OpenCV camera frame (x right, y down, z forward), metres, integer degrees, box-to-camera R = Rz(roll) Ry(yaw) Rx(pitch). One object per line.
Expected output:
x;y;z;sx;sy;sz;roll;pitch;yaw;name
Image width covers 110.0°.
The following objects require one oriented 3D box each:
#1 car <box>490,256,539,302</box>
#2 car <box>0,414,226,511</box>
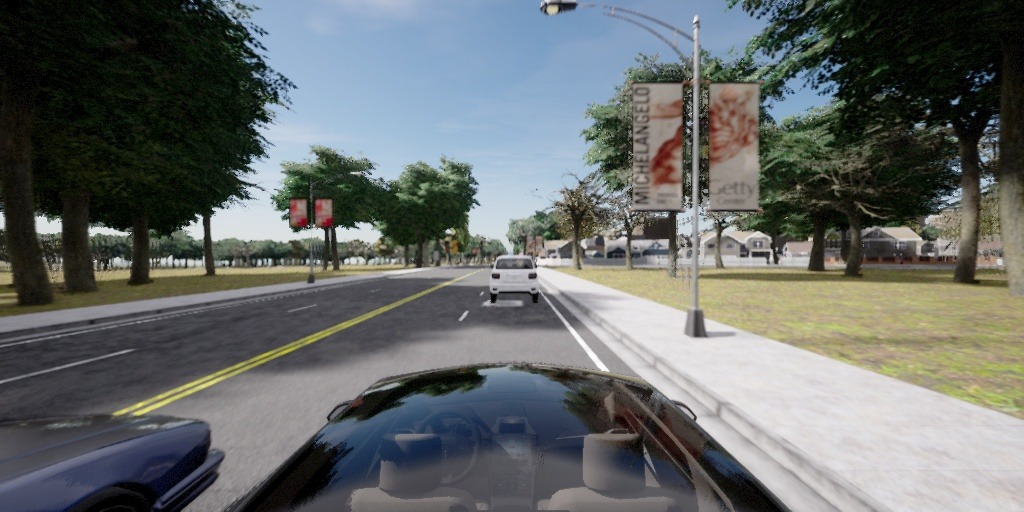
0.099;1.012;17.545;2.150;2.045;5.566;0;0;0;car
-3.150;1.295;0.276;2.033;1.411;5.357;0;0;0;car
